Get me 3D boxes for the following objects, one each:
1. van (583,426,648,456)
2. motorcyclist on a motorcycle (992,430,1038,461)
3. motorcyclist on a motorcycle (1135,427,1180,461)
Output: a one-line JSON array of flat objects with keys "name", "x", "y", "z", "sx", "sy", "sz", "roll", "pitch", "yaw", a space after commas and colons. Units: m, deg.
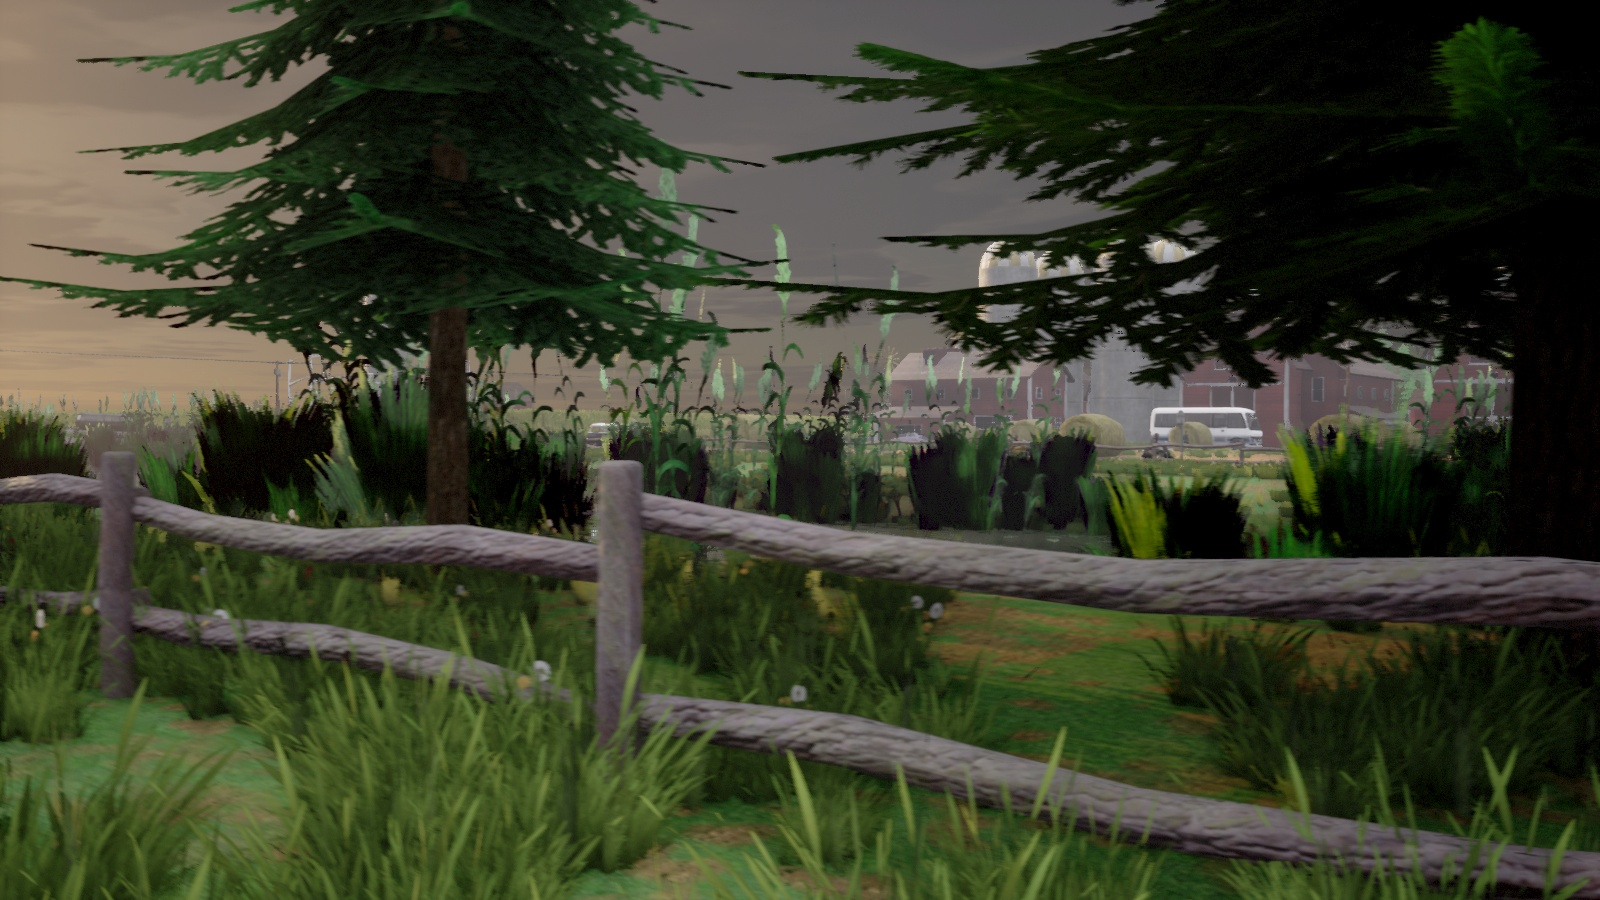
[{"name": "van", "x": -12.825, "y": -0.643, "z": 87.155, "sx": 4.480, "sy": 2.038, "sz": 2.069, "roll": 0, "pitch": 1, "yaw": 44}, {"name": "motorcyclist on a motorcycle", "x": 11.031, "y": -0.239, "z": 64.464, "sx": 2.191, "sy": 1.530, "sz": 0.866, "roll": 0, "pitch": 1, "yaw": 44}, {"name": "motorcyclist on a motorcycle", "x": 16.788, "y": -0.298, "z": 58.984, "sx": 1.817, "sy": 1.590, "sz": 0.866, "roll": 0, "pitch": 1, "yaw": 44}]
